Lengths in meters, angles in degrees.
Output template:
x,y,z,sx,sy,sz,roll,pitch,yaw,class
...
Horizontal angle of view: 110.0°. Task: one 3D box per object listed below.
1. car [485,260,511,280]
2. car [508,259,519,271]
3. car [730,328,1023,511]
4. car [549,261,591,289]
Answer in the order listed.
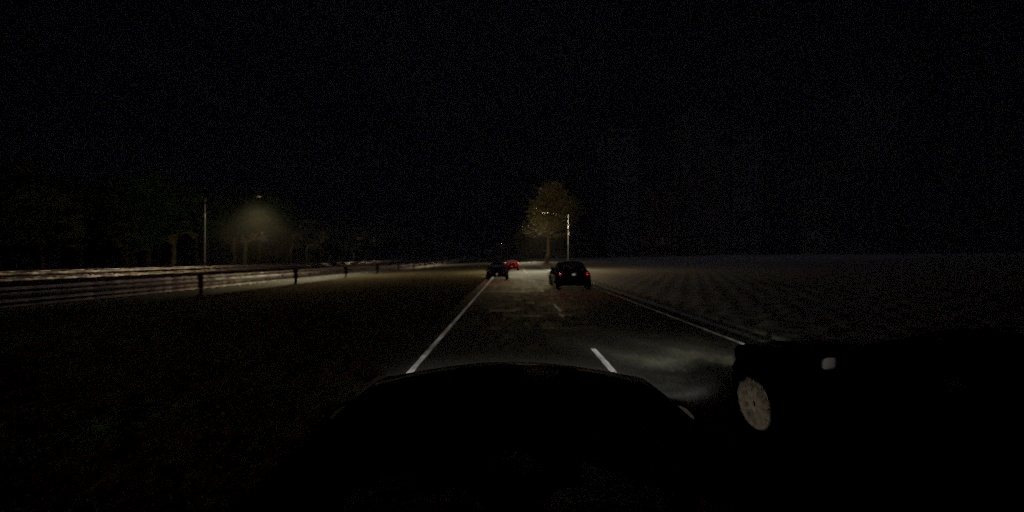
x,y,z,sx,sy,sz,roll,pitch,yaw,class
-1.227,1.284,31.393,1.812,1.442,4.674,0,0,0,car
0.010,1.274,50.892,1.882,1.535,5.008,0,0,0,car
3.600,1.228,2.369,1.882,1.535,5.008,0,0,0,car
3.599,1.102,22.923,2.097,1.767,4.553,0,0,0,car
